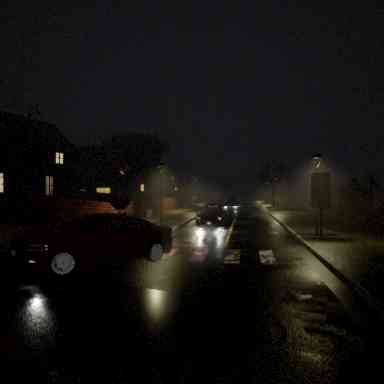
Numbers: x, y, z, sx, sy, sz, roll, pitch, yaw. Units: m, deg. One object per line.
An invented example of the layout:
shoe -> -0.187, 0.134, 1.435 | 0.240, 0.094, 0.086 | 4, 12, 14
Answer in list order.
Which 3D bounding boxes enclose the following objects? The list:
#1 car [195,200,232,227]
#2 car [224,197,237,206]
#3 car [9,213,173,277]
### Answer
car -> 1.451, 1.532, 23.147 | 2.033, 1.411, 5.357 | 0, 0, 9
car -> 6.195, 1.484, 53.338 | 1.812, 1.442, 4.674 | 0, 0, 9
car -> -2.767, 1.390, 10.172 | 1.882, 1.535, 5.008 | 3, -1, 42
